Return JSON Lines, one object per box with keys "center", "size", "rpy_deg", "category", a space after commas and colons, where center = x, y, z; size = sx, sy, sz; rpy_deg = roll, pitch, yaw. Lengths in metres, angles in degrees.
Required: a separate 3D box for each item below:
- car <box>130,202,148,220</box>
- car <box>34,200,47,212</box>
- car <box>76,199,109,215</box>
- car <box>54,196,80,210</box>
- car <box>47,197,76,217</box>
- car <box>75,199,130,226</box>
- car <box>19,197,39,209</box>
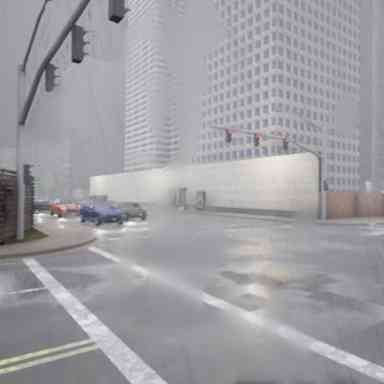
{"center": [-5.508, 1.605, 28.572], "size": [1.837, 1.490, 4.892], "rpy_deg": [1, -1, -35], "category": "car"}
{"center": [-17.701, 1.655, 39.709], "size": [1.895, 1.301, 4.718], "rpy_deg": [1, -1, -35], "category": "car"}
{"center": [-10.870, 1.578, 36.130], "size": [1.882, 1.535, 5.008], "rpy_deg": [1, -1, -35], "category": "car"}
{"center": [-16.711, 1.452, 44.384], "size": [2.097, 1.767, 4.553], "rpy_deg": [1, -1, -35], "category": "car"}
{"center": [-11.884, 1.406, 31.509], "size": [2.097, 1.767, 4.553], "rpy_deg": [1, -1, -35], "category": "car"}
{"center": [-6.572, 1.532, 24.024], "size": [1.882, 1.535, 5.008], "rpy_deg": [1, -1, -35], "category": "car"}
{"center": [-23.677, 1.559, 48.209], "size": [1.837, 1.490, 4.892], "rpy_deg": [1, -1, -35], "category": "car"}
